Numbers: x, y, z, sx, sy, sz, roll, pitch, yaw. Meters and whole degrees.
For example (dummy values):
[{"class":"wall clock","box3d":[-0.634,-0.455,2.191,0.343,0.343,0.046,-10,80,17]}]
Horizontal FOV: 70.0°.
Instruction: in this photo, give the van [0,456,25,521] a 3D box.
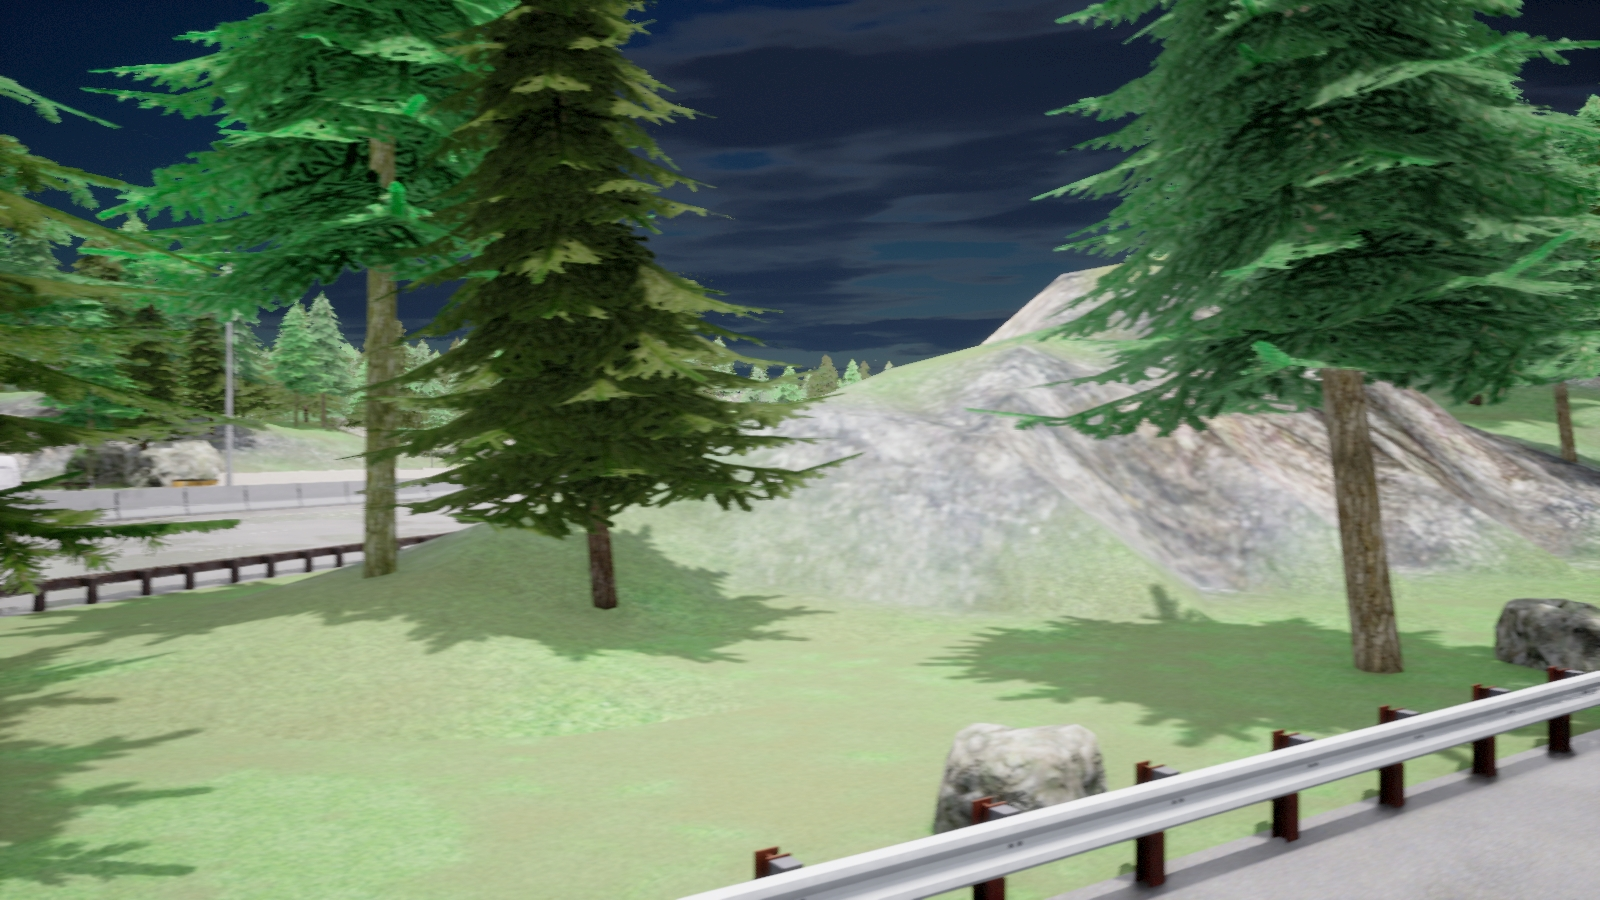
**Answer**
[{"class":"van","box3d":[-33.087,1.506,43.554,1.988,2.561,5.915,0,0,17]}]
